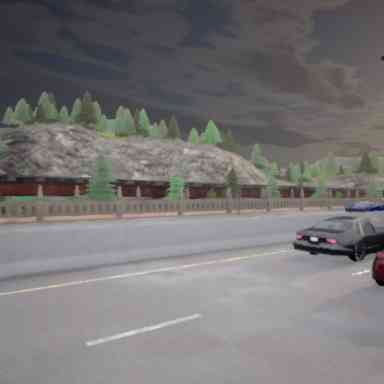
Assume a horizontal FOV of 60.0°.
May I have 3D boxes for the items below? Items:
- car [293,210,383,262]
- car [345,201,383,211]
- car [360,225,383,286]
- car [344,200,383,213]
[{"bbox_3d":[6.047,1.606,12.356,5.357,1.411,2.033,0,0,-35],"label":"car"},{"bbox_3d":[17.687,1.644,33.751,5.008,1.535,1.882,0,0,-35],"label":"car"},{"bbox_3d":[6.318,1.612,8.251,4.181,1.385,1.994,0,0,-35],"label":"car"},{"bbox_3d":[20.803,1.745,40.216,5.357,1.411,2.033,0,0,-34],"label":"car"}]
